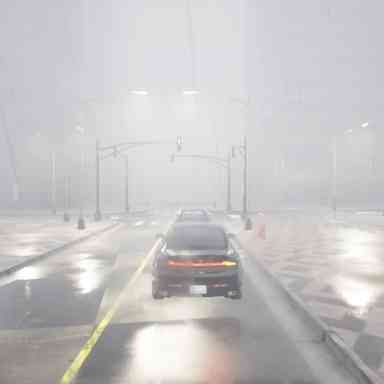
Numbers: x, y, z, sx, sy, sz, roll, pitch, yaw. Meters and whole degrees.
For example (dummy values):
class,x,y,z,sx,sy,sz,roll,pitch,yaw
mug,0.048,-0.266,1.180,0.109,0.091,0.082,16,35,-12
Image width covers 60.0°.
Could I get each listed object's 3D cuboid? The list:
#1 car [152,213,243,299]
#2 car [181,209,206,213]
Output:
class,x,y,z,sx,sy,sz,roll,pitch,yaw
car,0.100,1.501,8.391,1.837,1.490,4.892,0,0,0
car,0.059,1.553,17.294,1.994,1.385,4.181,0,0,1
